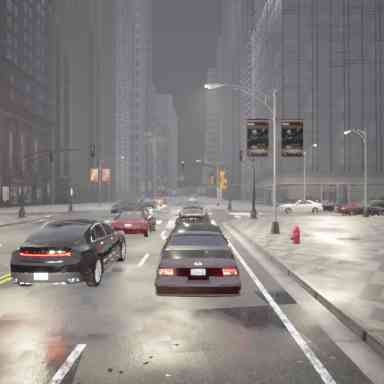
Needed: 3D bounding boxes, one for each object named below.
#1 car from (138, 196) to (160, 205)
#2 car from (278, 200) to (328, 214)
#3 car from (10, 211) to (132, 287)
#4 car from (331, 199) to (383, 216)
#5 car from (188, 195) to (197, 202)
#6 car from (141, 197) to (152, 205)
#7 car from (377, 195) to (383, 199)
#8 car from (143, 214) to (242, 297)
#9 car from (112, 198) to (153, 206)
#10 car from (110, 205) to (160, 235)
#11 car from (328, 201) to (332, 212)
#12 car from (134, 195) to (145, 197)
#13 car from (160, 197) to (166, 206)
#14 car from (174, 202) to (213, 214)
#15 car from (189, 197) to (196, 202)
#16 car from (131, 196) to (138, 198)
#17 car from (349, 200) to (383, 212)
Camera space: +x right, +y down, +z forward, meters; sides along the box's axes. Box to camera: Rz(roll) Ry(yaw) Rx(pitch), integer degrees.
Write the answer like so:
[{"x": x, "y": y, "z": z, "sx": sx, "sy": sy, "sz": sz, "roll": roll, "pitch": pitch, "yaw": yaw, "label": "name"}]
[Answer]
[{"x": -6.515, "y": 1.777, "z": 50.847, "sx": 2.033, "sy": 1.411, "sz": 5.357, "roll": 0, "pitch": 0, "yaw": 0, "label": "car"}, {"x": 11.692, "y": 1.601, "z": 35.924, "sx": 4.674, "sy": 1.442, "sz": 1.812, "roll": 0, "pitch": -1, "yaw": -1, "label": "car"}, {"x": -3.136, "y": 1.516, "z": 9.351, "sx": 1.837, "sy": 1.490, "sz": 4.892, "roll": 0, "pitch": 0, "yaw": 0, "label": "car"}, {"x": 15.363, "y": 1.577, "z": 30.208, "sx": 4.206, "sy": 1.307, "sz": 1.802, "roll": 0, "pitch": 0, "yaw": -1, "label": "car"}, {"x": 0.127, "y": 1.685, "z": 80.637, "sx": 2.150, "sy": 2.045, "sz": 5.566, "roll": 0, "pitch": 0, "yaw": 0, "label": "car"}, {"x": -9.639, "y": 1.905, "z": 71.105, "sx": 1.812, "sy": 1.442, "sz": 4.674, "roll": 0, "pitch": 0, "yaw": 0, "label": "car"}, {"x": 21.526, "y": 1.264, "z": 36.071, "sx": 5.566, "sy": 2.045, "sz": 2.150, "roll": 0, "pitch": -1, "yaw": -1, "label": "car"}, {"x": 0.120, "y": 1.557, "z": 8.762, "sx": 2.033, "sy": 1.411, "sz": 5.357, "roll": 0, "pitch": 0, "yaw": 0, "label": "car"}, {"x": -6.799, "y": 1.696, "z": 36.384, "sx": 4.181, "sy": 1.385, "sz": 1.994, "roll": 0, "pitch": 0, "yaw": -41, "label": "car"}, {"x": -3.122, "y": 1.601, "z": 18.251, "sx": 1.994, "sy": 1.385, "sz": 4.181, "roll": 0, "pitch": 0, "yaw": 0, "label": "car"}, {"x": 15.246, "y": 1.662, "z": 38.732, "sx": 4.313, "sy": 1.339, "sz": 1.947, "roll": 0, "pitch": 0, "yaw": -1, "label": "car"}, {"x": -9.722, "y": 1.522, "z": 60.758, "sx": 2.150, "sy": 2.045, "sz": 5.566, "roll": 0, "pitch": 0, "yaw": 0, "label": "car"}, {"x": -6.476, "y": 1.647, "z": 60.129, "sx": 2.097, "sy": 1.767, "sz": 4.553, "roll": 0, "pitch": 0, "yaw": 0, "label": "car"}, {"x": 0.076, "y": 1.543, "z": 18.501, "sx": 1.837, "sy": 1.490, "sz": 4.892, "roll": 0, "pitch": 0, "yaw": 1, "label": "car"}, {"x": 0.143, "y": 2.027, "z": 91.214, "sx": 1.882, "sy": 1.535, "sz": 5.008, "roll": 0, "pitch": 0, "yaw": 0, "label": "car"}, {"x": -9.795, "y": 1.734, "z": 50.739, "sx": 1.837, "sy": 1.490, "sz": 4.892, "roll": 0, "pitch": 0, "yaw": -2, "label": "car"}, {"x": 20.886, "y": 1.643, "z": 38.810, "sx": 4.313, "sy": 1.339, "sz": 1.947, "roll": 0, "pitch": 0, "yaw": -1, "label": "car"}]
